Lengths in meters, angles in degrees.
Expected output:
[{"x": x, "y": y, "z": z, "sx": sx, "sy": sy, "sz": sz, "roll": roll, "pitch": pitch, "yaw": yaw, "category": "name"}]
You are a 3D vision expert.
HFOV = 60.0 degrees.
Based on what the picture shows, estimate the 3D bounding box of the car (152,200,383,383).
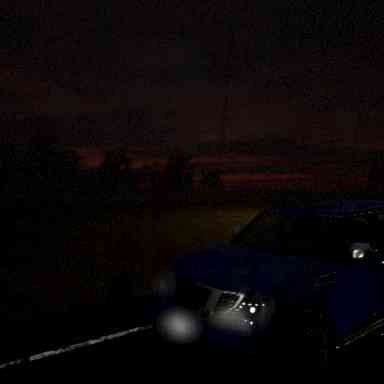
[{"x": 2.104, "y": 1.185, "z": 5.487, "sx": 5.566, "sy": 2.045, "sz": 2.150, "roll": -1, "pitch": 0, "yaw": -35, "category": "car"}]
